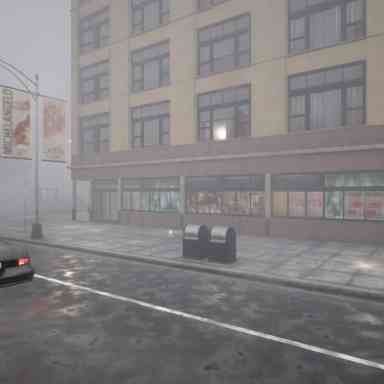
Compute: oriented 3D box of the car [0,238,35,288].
[{"bbox_3d":[-6.014,1.547,8.156,5.357,1.411,2.033,0,0,35],"label":"car"}]
